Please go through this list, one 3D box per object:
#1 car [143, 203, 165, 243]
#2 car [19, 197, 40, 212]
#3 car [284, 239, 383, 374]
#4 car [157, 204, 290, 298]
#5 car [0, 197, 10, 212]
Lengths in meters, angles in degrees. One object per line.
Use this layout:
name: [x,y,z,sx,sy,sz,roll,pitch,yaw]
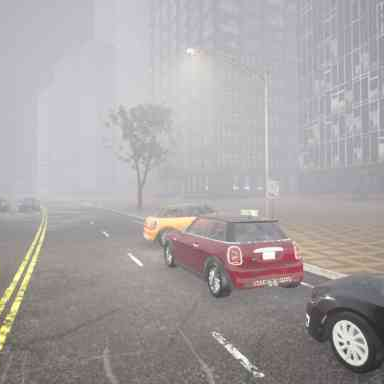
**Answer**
car: [0.207,1.278,14.621,4.553,1.767,2.097,-3,1,-20]
car: [-19.173,1.392,39.315,2.097,1.767,4.553,0,0,-24]
car: [3.576,1.505,3.493,1.837,1.490,4.892,0,0,-36]
car: [0.798,1.355,8.934,2.097,1.767,4.553,0,0,-23]
car: [-22.131,1.389,37.968,2.097,1.767,4.553,0,0,-24]
